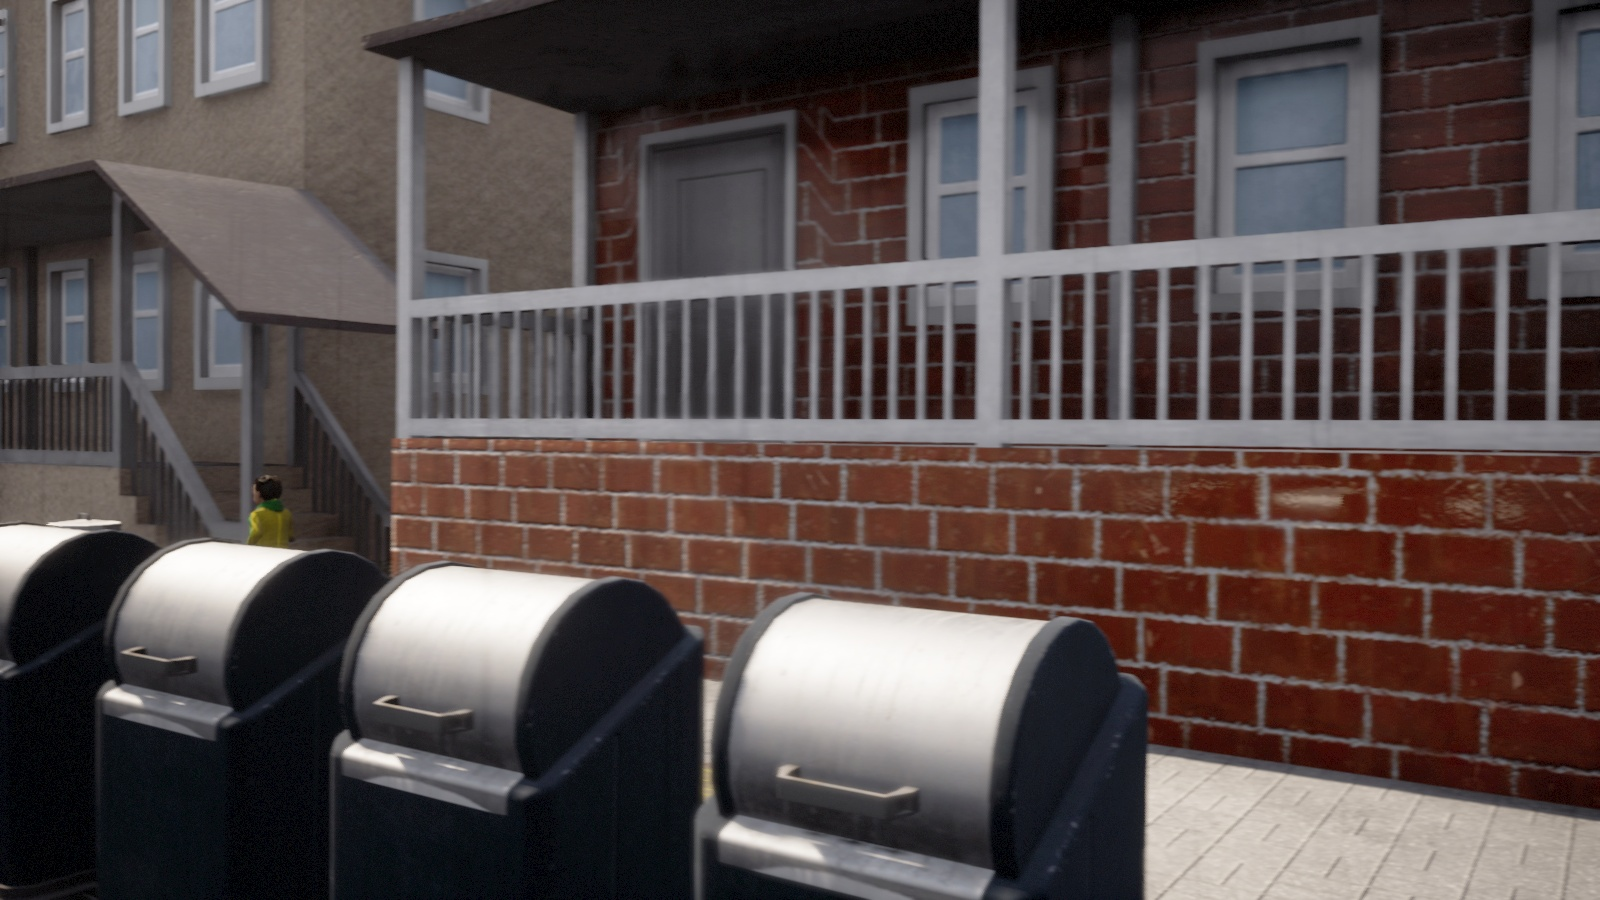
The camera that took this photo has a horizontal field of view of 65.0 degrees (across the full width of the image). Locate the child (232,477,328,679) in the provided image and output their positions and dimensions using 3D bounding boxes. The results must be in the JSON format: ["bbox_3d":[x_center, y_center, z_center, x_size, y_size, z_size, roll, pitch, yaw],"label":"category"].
[{"bbox_3d":[-3.115,0.747,7.523,0.473,1.160,0.299,0,1,34],"label":"child"}]
